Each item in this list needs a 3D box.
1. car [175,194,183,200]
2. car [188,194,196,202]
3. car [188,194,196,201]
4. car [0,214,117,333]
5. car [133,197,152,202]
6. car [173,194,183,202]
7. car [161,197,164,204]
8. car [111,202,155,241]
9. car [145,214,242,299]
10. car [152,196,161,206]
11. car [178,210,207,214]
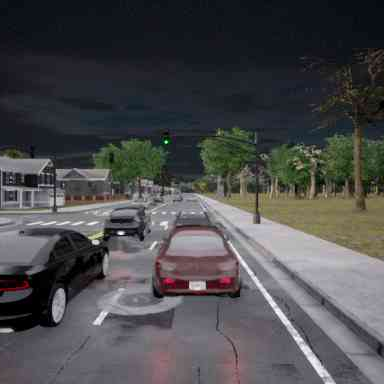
[{"bbox_3d":[-3.246,1.328,83.956,1.812,1.442,4.674,0,0,0],"label":"car"},{"bbox_3d":[0.003,1.551,73.981,1.895,1.301,4.718,0,0,0],"label":"car"},{"bbox_3d":[0.004,1.329,83.955,2.128,1.511,4.902,0,0,0],"label":"car"},{"bbox_3d":[-3.152,1.477,6.984,1.882,1.535,5.008,0,0,0],"label":"car"},{"bbox_3d":[-6.596,1.592,42.019,1.895,1.301,4.718,0,0,0],"label":"car"},{"bbox_3d":[-3.247,1.495,73.535,2.033,1.411,5.357,0,0,0],"label":"car"},{"bbox_3d":[-6.555,1.534,64.452,1.994,1.385,4.181,0,0,-1],"label":"car"},{"bbox_3d":[-3.129,1.505,16.752,1.837,1.490,4.892,0,0,-2],"label":"car"},{"bbox_3d":[0.103,1.525,8.327,1.812,1.442,4.674,0,0,0],"label":"car"},{"bbox_3d":[-6.590,1.473,52.142,2.128,1.511,4.902,0,0,0],"label":"car"},{"bbox_3d":[0.047,1.600,17.751,1.895,1.301,4.718,0,0,1],"label":"car"}]
